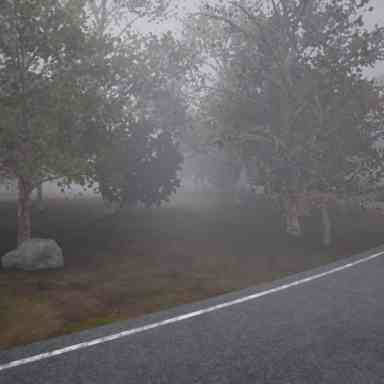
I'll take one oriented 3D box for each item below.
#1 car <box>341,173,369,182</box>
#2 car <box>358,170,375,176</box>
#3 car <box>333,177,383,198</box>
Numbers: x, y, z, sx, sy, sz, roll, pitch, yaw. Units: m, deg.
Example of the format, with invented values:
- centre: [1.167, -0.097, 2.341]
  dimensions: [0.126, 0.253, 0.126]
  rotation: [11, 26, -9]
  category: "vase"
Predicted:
- centre: [34.833, -3.073, 70.997]
  dimensions: [5.008, 1.535, 1.882]
  rotation: [-3, 3, 2]
  category: "car"
- centre: [35.329, -3.433, 67.702]
  dimensions: [5.566, 2.045, 2.150]
  rotation: [-3, 3, 4]
  category: "car"
- centre: [18.527, -0.328, 35.246]
  dimensions: [2.150, 2.045, 5.566]
  rotation: [-6, 4, -42]
  category: "car"
